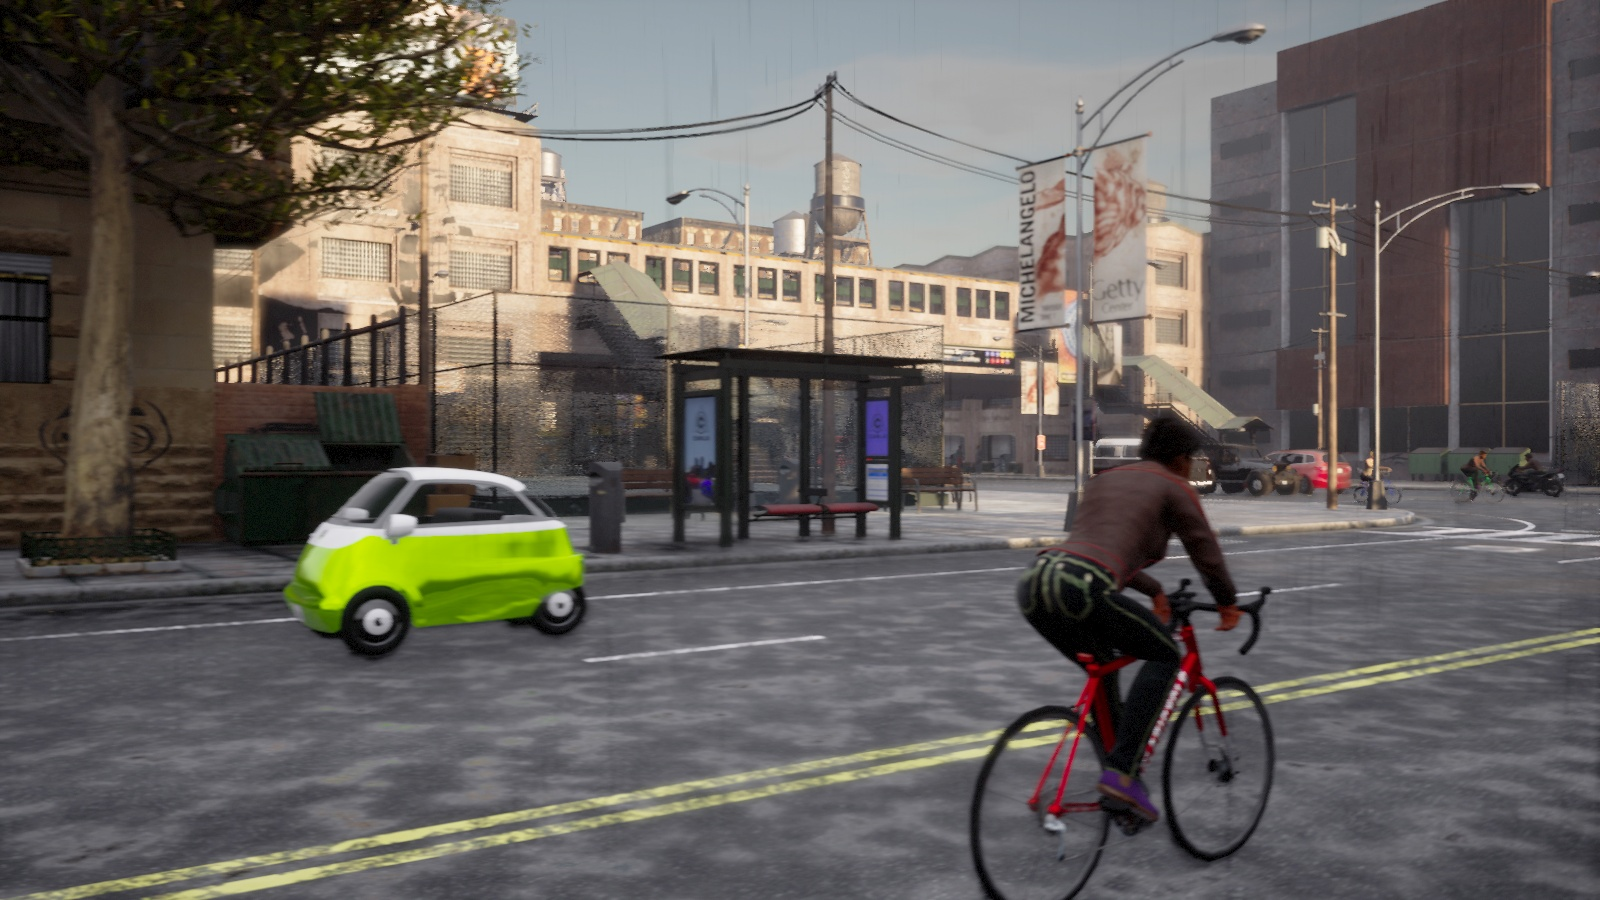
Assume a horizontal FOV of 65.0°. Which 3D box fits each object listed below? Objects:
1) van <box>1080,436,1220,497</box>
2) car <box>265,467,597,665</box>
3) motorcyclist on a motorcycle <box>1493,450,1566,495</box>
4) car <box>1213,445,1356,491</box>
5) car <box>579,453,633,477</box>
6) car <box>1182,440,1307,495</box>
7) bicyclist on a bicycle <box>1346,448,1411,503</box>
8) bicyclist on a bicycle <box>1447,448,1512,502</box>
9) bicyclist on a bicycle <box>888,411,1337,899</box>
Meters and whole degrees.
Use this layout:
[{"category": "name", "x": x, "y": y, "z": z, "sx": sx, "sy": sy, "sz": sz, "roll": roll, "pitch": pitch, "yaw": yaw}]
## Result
[{"category": "van", "x": 12.307, "y": 0.552, "z": 44.379, "sx": 2.069, "sy": 2.038, "sz": 4.480, "roll": 0, "pitch": 0, "yaw": -34}, {"category": "car", "x": -2.958, "y": 0.831, "z": 10.075, "sx": 2.207, "sy": 1.376, "sz": 1.481, "roll": 0, "pitch": 0, "yaw": -34}, {"category": "motorcyclist on a motorcycle", "x": 25.418, "y": 0.781, "z": 43.799, "sx": 0.797, "sy": 1.523, "sz": 2.044, "roll": 0, "pitch": 0, "yaw": -34}, {"category": "car", "x": 18.404, "y": 0.668, "z": 47.864, "sx": 2.242, "sy": 1.667, "sz": 4.611, "roll": 0, "pitch": 0, "yaw": -34}, {"category": "car", "x": -12.560, "y": 0.935, "z": 81.023, "sx": 1.970, "sy": 1.475, "sz": 3.806, "roll": 0, "pitch": 0, "yaw": -34}, {"category": "car", "x": 15.958, "y": 0.618, "z": 45.240, "sx": 1.905, "sy": 1.878, "sz": 3.866, "roll": 0, "pitch": 0, "yaw": -34}, {"category": "bicyclist on a bicycle", "x": 17.166, "y": 0.736, "z": 37.274, "sx": 0.866, "sy": 1.612, "sz": 1.509, "roll": 0, "pitch": 0, "yaw": -34}, {"category": "bicyclist on a bicycle", "x": 20.698, "y": 0.748, "z": 38.299, "sx": 0.582, "sy": 1.620, "sz": 1.656, "roll": 0, "pitch": 0, "yaw": -34}, {"category": "bicyclist on a bicycle", "x": 1.122, "y": 0.706, "z": 4.311, "sx": 1.656, "sy": 1.620, "sz": 0.582, "roll": 1, "pitch": -1, "yaw": -37}]
